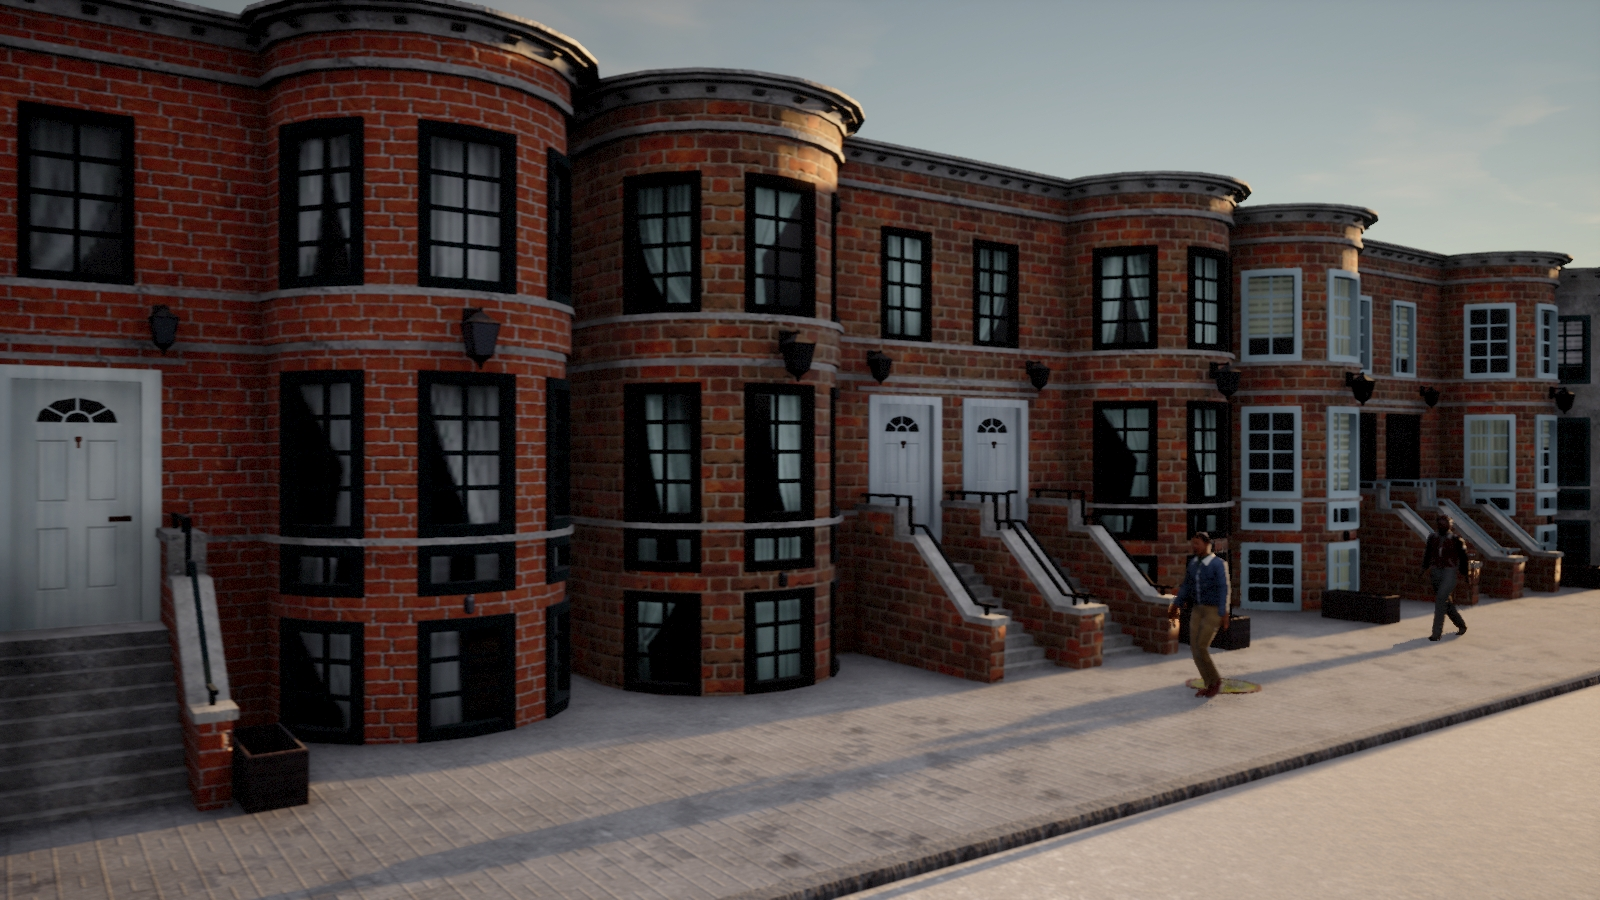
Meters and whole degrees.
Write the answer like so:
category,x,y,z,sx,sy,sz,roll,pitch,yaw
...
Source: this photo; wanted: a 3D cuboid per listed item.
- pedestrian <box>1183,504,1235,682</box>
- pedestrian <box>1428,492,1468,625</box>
category,x,y,z,sx,sy,sz,roll,pitch,yaw
pedestrian,4.424,1.530,12.365,0.375,1.860,0.375,0,0,-23
pedestrian,9.269,1.536,16.343,0.375,1.860,0.375,0,0,-34
